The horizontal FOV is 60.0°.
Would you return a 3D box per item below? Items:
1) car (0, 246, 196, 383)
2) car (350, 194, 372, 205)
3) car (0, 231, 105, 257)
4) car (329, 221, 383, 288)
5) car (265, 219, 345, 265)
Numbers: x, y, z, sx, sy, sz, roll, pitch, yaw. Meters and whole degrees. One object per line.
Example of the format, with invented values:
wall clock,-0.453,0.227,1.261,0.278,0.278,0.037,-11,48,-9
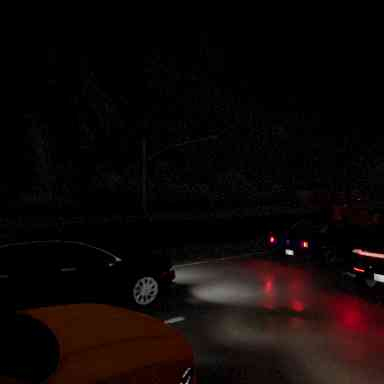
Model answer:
car,-2.228,1.477,2.131,5.008,1.535,1.882,0,0,-36
car,27.602,1.132,54.795,4.553,1.767,2.097,0,0,-36
car,-2.596,1.502,6.193,4.892,1.490,1.837,1,0,-36
car,5.699,1.482,7.961,4.902,1.511,2.128,0,0,-36
car,4.839,1.590,11.666,4.718,1.301,1.895,0,0,-36
